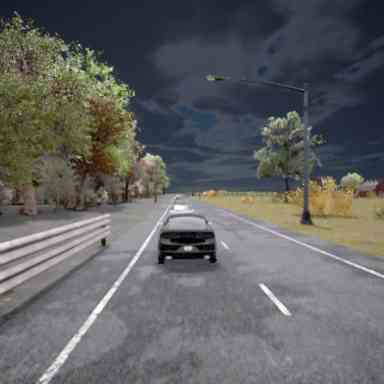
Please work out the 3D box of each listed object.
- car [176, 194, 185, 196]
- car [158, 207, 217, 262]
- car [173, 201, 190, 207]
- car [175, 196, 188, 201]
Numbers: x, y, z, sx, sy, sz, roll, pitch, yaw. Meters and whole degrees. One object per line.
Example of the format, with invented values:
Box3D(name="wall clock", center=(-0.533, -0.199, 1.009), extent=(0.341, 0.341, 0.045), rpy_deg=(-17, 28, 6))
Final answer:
Box3D(name="car", center=(-3.233, 1.847, 83.825), extent=(1.837, 1.490, 4.892), rpy_deg=(0, 0, -2))
Box3D(name="car", center=(-0.222, 1.537, 12.373), extent=(1.882, 1.535, 5.008), rpy_deg=(0, 0, -2))
Box3D(name="car", center=(-0.873, 1.730, 27.861), extent=(1.895, 1.301, 4.718), rpy_deg=(0, 0, -2))
Box3D(name="car", center=(-1.783, 1.766, 49.427), extent=(2.033, 1.411, 5.357), rpy_deg=(0, 0, -2))
